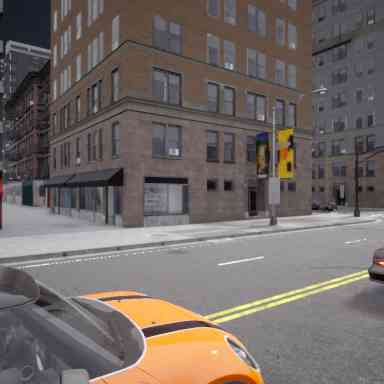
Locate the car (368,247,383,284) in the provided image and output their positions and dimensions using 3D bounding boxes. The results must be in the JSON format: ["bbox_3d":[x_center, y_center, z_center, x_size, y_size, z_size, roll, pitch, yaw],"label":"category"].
[{"bbox_3d":[6.404,1.550,8.202,5.357,1.411,2.033,0,0,-37],"label":"car"}]

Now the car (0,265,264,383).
[{"bbox_3d":[-1.558,1.352,2.290,4.553,1.767,2.097,0,0,-37],"label":"car"}]

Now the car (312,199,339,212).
[{"bbox_3d":[14.018,1.536,38.441,2.033,1.411,5.357,0,0,-36],"label":"car"}]
